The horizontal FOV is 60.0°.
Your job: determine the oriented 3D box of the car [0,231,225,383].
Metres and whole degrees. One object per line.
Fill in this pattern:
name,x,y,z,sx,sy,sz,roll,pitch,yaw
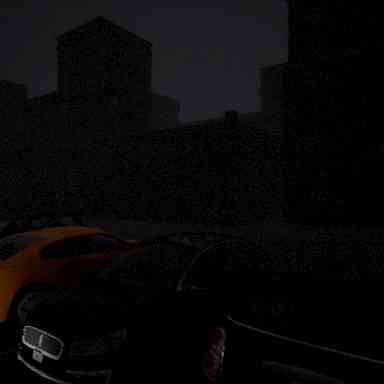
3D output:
car,-0.231,1.480,5.523,2.231,1.521,4.892,0,0,35

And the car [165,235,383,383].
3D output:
car,2.010,1.354,3.882,2.185,1.767,4.553,0,0,35

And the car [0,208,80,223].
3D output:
car,-4.745,1.353,8.766,2.185,1.767,4.553,0,0,35

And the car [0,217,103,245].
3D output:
car,-2.500,1.479,7.124,2.097,1.535,5.008,0,0,35
